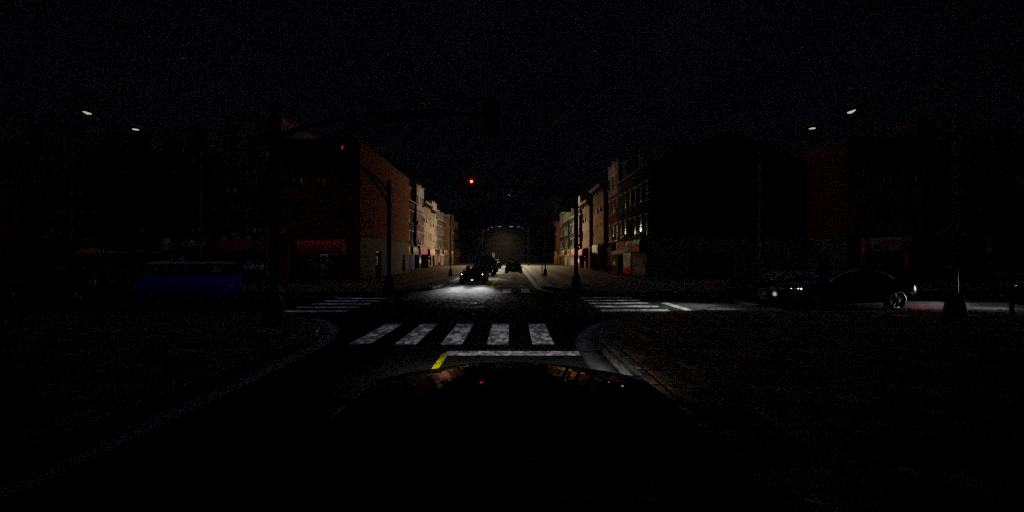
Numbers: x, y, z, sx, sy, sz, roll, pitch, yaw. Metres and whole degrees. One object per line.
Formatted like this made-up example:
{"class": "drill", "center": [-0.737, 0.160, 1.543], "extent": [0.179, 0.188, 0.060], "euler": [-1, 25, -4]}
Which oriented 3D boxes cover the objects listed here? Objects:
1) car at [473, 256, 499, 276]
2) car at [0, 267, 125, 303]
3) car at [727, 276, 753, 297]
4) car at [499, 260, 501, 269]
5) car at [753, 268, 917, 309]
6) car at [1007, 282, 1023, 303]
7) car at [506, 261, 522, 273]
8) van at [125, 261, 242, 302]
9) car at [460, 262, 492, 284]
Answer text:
{"class": "car", "center": [-2.775, 0.993, 37.161], "extent": [2.150, 2.045, 5.566], "euler": [0, 0, 0]}
{"class": "car", "center": [-20.186, 1.239, 16.397], "extent": [4.097, 1.591, 1.967], "euler": [0, 0, 0]}
{"class": "car", "center": [12.291, 1.267, 16.480], "extent": [4.403, 1.370, 2.007], "euler": [0, 0, 0]}
{"class": "car", "center": [-2.742, 1.284, 47.310], "extent": [1.837, 1.490, 4.892], "euler": [0, 0, 0]}
{"class": "car", "center": [12.660, 1.205, 13.948], "extent": [4.902, 1.511, 2.128], "euler": [0, 0, 0]}
{"class": "car", "center": [22.706, 1.296, 13.969], "extent": [4.718, 1.301, 1.895], "euler": [0, 0, 0]}
{"class": "car", "center": [0.203, 1.341, 44.652], "extent": [1.994, 1.385, 4.181], "euler": [0, 0, 0]}
{"class": "van", "center": [-14.711, 1.124, 16.411], "extent": [3.998, 1.789, 1.690], "euler": [0, 0, 0]}
{"class": "car", "center": [-2.794, 1.365, 27.295], "extent": [1.895, 1.301, 4.718], "euler": [0, 0, 0]}
